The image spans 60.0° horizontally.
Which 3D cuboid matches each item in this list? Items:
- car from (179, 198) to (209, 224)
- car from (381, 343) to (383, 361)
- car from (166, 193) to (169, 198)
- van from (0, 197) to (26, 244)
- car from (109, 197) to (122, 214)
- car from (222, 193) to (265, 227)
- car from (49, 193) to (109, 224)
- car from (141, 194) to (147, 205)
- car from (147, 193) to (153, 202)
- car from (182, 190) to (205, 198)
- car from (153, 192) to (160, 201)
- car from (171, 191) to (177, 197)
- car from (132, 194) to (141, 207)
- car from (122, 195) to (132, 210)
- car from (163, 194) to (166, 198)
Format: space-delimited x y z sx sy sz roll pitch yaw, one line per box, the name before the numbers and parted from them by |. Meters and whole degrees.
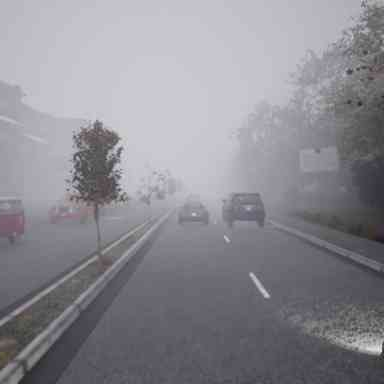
car | 0.108 1.390 23.076 1.994 1.385 4.181 0 0 0
car | 3.251 1.548 2.271 1.994 1.385 4.181 0 0 0
car | -7.131 0.681 78.924 1.946 1.575 5.366 0 1 5
van | -8.084 1.172 12.361 1.878 1.987 4.442 0 0 0
car | -7.985 1.286 29.089 2.163 1.488 4.792 0 1 0
car | 3.258 1.058 21.743 2.150 2.045 5.566 0 0 0
car | -8.018 1.054 23.541 2.435 2.045 5.566 0 1 0
car | -7.887 1.128 45.760 2.002 1.452 4.674 0 1 0
car | -7.854 1.028 51.309 2.231 1.521 4.892 0 1 0
car | 0.223 1.002 42.412 2.097 1.767 4.553 0 1 1
car | -7.788 0.899 62.301 2.097 1.535 5.008 0 1 1
car | -6.164 0.533 89.899 1.946 1.575 5.366 0 1 7
car | -7.919 1.176 40.183 2.163 1.488 4.792 0 1 0
car | -7.953 1.242 34.667 2.002 1.452 4.674 0 1 0
car | -7.542 0.807 71.896 2.163 1.488 4.792 0 1 3
